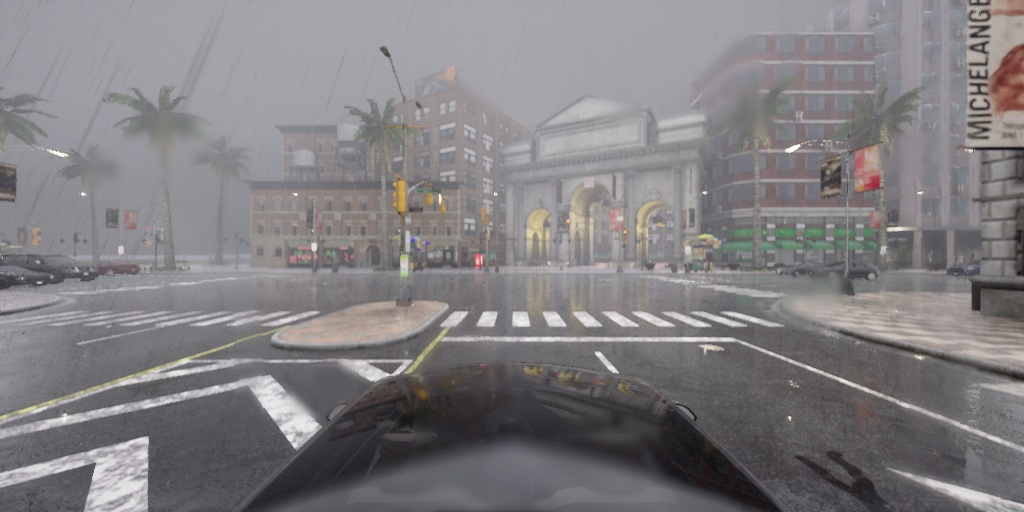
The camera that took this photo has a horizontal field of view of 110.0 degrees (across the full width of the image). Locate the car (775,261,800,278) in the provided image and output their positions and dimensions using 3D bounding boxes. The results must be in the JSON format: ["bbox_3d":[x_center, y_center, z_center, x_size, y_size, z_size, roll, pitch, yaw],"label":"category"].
[{"bbox_3d":[26.298,1.147,31.998,4.902,1.511,2.128,0,0,1],"label":"car"}]

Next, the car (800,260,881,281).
[{"bbox_3d":[26.294,1.172,28.503,4.892,1.490,1.837,0,0,1],"label":"car"}]

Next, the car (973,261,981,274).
[{"bbox_3d":[40.146,1.269,28.192,4.718,1.301,1.895,0,0,4],"label":"car"}]

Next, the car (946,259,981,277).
[{"bbox_3d":[41.482,1.014,31.470,4.553,1.767,2.097,0,0,7],"label":"car"}]

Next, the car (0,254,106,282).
[{"bbox_3d":[-32.866,0.897,25.363,5.566,2.045,2.150,0,0,1],"label":"car"}]

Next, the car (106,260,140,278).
[{"bbox_3d":[-36.885,1.133,32.589,5.008,1.535,1.882,0,0,1],"label":"car"}]

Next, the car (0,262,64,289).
[{"bbox_3d":[-31.393,1.236,21.843,5.357,1.411,2.033,0,0,1],"label":"car"}]
